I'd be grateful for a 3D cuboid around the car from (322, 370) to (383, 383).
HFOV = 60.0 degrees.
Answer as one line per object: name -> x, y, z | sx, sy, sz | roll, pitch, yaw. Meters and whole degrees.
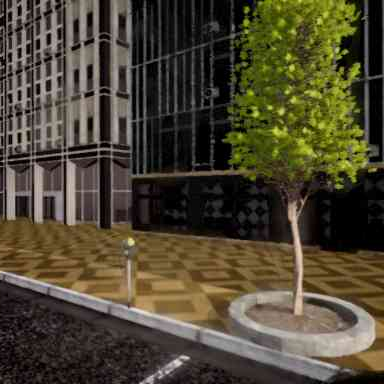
car -> 2.388, 1.563, 1.170 | 4.313, 1.339, 1.947 | 0, 0, 36
